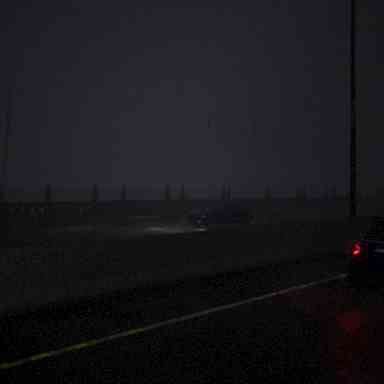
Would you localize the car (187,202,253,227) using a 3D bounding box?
[{"bbox_3d":[1.950,1.463,22.587,5.008,1.535,1.882,0,0,-36],"label":"car"}]

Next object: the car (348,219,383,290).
[{"bbox_3d":[5.729,1.343,7.834,4.553,1.767,2.097,0,0,-36],"label":"car"}]
